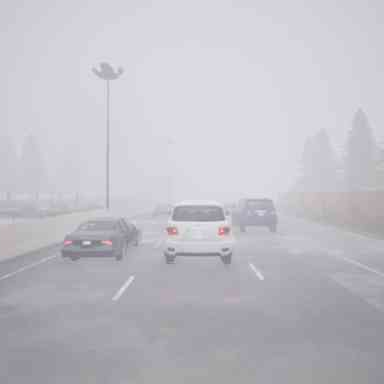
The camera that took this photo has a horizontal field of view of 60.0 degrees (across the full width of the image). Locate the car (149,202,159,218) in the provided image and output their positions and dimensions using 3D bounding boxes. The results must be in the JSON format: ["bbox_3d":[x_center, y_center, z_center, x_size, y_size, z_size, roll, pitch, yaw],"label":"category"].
[{"bbox_3d":[-2.869,1.838,34.260,2.033,1.411,5.357,0,-1,1],"label":"car"}]

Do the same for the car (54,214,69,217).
[{"bbox_3d":[-13.567,1.876,32.932,1.895,1.301,4.718,0,0,1],"label":"car"}]

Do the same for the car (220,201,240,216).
[{"bbox_3d":[4.253,1.828,37.927,1.837,1.490,4.892,0,-1,2],"label":"car"}]

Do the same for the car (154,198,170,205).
[{"bbox_3d":[-6.562,2.142,72.978,1.812,1.442,4.674,0,-1,19],"label":"car"}]

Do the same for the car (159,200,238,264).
[{"bbox_3d":[0.247,1.330,12.466,2.150,2.045,5.566,0,0,1],"label":"car"}]

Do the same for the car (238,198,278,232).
[{"bbox_3d":[3.917,1.405,21.472,2.150,2.045,5.566,0,-1,0],"label":"car"}]

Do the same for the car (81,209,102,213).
[{"bbox_3d":[-10.038,1.841,32.943,1.994,1.385,4.181,0,0,2],"label":"car"}]

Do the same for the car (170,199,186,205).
[{"bbox_3d":[-2.948,2.167,72.658,1.994,1.385,4.181,0,-1,21],"label":"car"}]

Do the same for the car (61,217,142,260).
[{"bbox_3d":[-3.235,1.657,12.856,2.033,1.411,5.357,0,0,1],"label":"car"}]

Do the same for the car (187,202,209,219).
[{"bbox_3d":[0.632,1.839,34.267,2.033,1.411,5.357,0,-1,1],"label":"car"}]
